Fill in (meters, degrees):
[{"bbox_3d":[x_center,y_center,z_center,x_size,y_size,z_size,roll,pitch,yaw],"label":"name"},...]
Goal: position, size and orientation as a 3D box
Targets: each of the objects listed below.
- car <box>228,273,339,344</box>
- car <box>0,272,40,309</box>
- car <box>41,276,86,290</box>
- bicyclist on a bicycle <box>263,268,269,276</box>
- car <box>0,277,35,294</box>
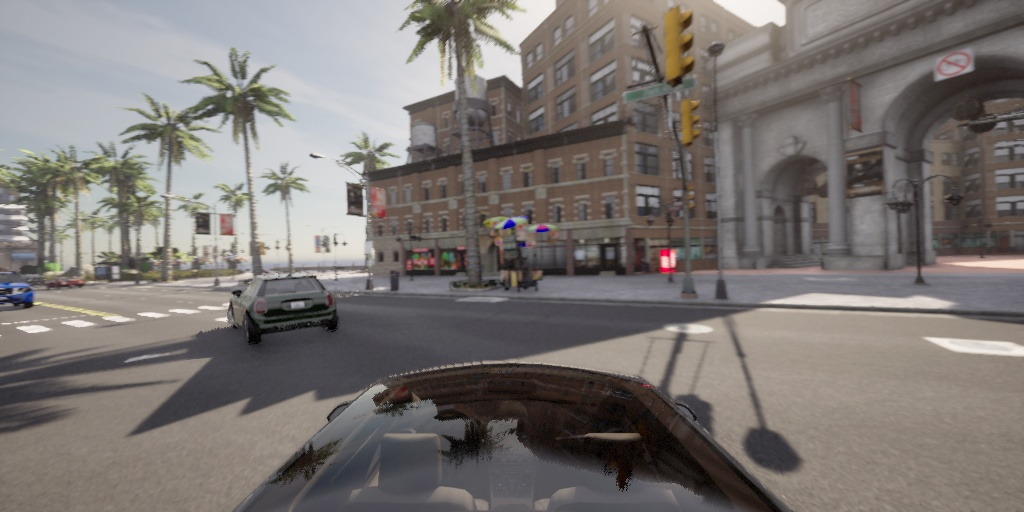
[{"bbox_3d":[-6.999,1.329,10.812,2.097,1.767,4.553,-2,0,-44],"label":"car"},{"bbox_3d":[-28.463,1.905,19.697,5.566,2.045,2.150,-2,0,30],"label":"car"},{"bbox_3d":[-49.031,2.956,39.329,4.718,1.301,1.895,-2,0,26],"label":"car"},{"bbox_3d":[-23.226,1.803,33.362,0.582,1.620,1.656,-2,0,30],"label":"bicyclist on a bicycle"},{"bbox_3d":[-50.030,2.915,35.904,4.674,1.442,1.812,-2,0,26],"label":"car"}]
